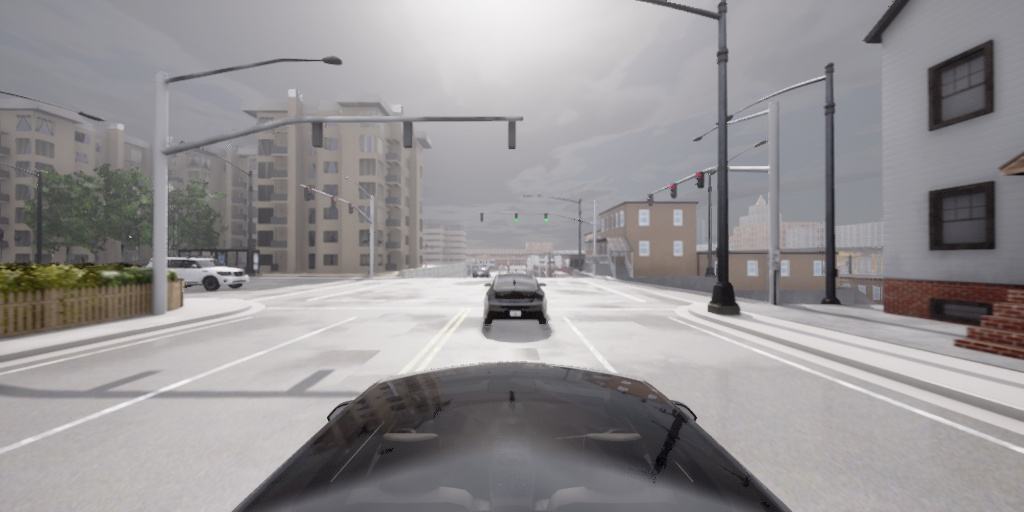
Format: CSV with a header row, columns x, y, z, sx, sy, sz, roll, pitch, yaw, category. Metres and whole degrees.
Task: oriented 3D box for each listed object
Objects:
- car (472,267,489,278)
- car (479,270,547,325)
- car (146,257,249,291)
x,y,z,sx,sy,sz,roll,pitch,yaw,category
-3.606,2.009,42.841,2.128,1.511,4.902,0,-5,0,car
0.115,1.320,12.055,1.837,1.490,4.892,0,0,1,car
-19.948,1.100,22.726,5.566,2.045,2.150,0,0,1,car
